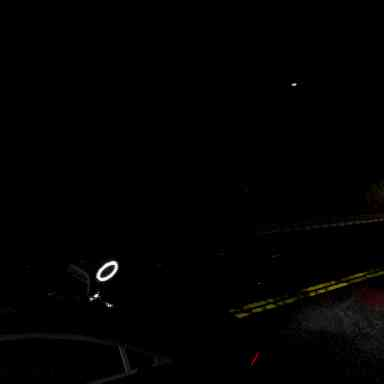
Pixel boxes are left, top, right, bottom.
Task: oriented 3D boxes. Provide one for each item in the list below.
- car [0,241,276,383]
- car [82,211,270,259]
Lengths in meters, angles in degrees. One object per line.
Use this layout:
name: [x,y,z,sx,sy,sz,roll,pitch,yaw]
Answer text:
car: [-1.434,1.492,2.440,4.902,1.511,2.128,0,0,-36]
car: [-0.384,1.353,7.423,4.553,1.767,2.097,0,0,-36]
